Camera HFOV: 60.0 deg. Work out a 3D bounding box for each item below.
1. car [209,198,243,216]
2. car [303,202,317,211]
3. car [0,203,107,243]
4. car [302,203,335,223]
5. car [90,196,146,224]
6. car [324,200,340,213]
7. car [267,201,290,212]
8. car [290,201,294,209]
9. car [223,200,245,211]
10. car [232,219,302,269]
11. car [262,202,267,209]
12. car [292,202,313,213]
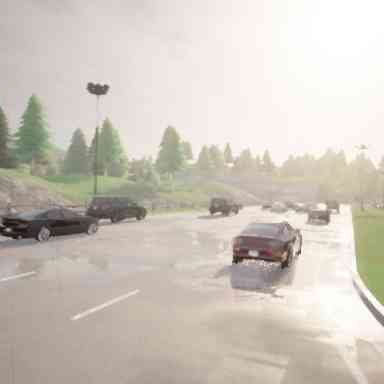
[{"bbox_3d":[3.825,1.690,38.677,2.150,2.045,5.566,1,-1,25],"label":"car"},{"bbox_3d":[20.751,2.548,58.326,1.837,1.490,4.892,1,-1,25],"label":"car"},{"bbox_3d":[-6.741,1.490,16.361,1.882,1.535,5.008,1,0,25],"label":"car"},{"bbox_3d":[12.271,2.083,31.993,2.128,1.511,4.902,1,-1,25],"label":"car"},{"bbox_3d":[-5.848,1.352,26.419,2.150,2.045,5.566,1,-1,25],"label":"car"},{"bbox_3d":[23.070,2.281,54.800,2.150,2.045,5.566,1,-1,25],"label":"car"},{"bbox_3d":[13.350,2.329,50.869,1.812,1.442,4.674,1,-1,25],"label":"car"},{"bbox_3d":[17.579,2.338,59.798,2.097,1.767,4.553,1,-1,25],"label":"car"},{"bbox_3d":[6.730,2.155,53.006,1.882,1.535,5.008,1,0,25],"label":"car"},{"bbox_3d":[2.824,1.709,12.032,1.812,1.442,4.674,1,-1,25],"label":"car"},{"bbox_3d":[14.203,2.520,60.620,1.895,1.301,4.718,1,-1,25],"label":"car"},{"bbox_3d":[16.484,2.459,49.312,1.895,1.301,4.718,1,-1,25],"label":"car"}]
